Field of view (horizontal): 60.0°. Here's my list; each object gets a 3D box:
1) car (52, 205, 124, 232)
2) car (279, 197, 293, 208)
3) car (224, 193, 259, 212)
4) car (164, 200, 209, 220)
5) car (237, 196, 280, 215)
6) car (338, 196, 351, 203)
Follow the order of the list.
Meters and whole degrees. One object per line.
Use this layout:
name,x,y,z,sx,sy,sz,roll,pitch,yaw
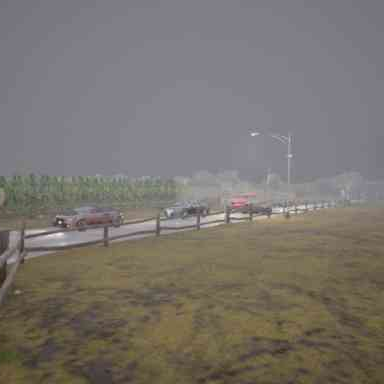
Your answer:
car,-6.150,1.507,20.041,1.994,1.385,4.181,2,1,35
car,12.559,1.419,46.281,1.837,1.490,4.892,2,2,35
car,5.710,1.143,36.702,2.150,2.045,5.566,2,1,36
car,-0.373,1.422,28.159,2.128,1.511,4.902,2,1,35
car,6.696,1.510,33.030,1.837,1.490,4.892,2,1,35
car,30.819,1.603,67.194,2.128,1.511,4.902,2,1,35
